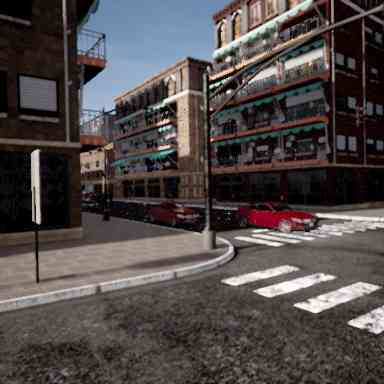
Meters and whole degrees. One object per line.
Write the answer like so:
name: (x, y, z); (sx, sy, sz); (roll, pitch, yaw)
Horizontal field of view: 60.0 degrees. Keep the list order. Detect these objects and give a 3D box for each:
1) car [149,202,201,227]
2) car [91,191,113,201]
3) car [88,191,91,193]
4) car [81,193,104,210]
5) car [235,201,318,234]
car: (-1.200, 1.293, 20.490); (1.802, 1.307, 4.206); (-1, 1, -35)
car: (-14.132, 0.767, 53.167); (1.947, 1.339, 4.313); (-1, 1, -35)
car: (-17.428, 0.595, 57.805); (1.967, 1.590, 4.097); (-1, 1, -35)
car: (-11.084, 1.104, 34.406); (2.008, 1.369, 4.403); (-1, 1, -35)
car: (4.239, 1.236, 17.465); (1.812, 1.442, 4.674); (-2, 2, -35)
